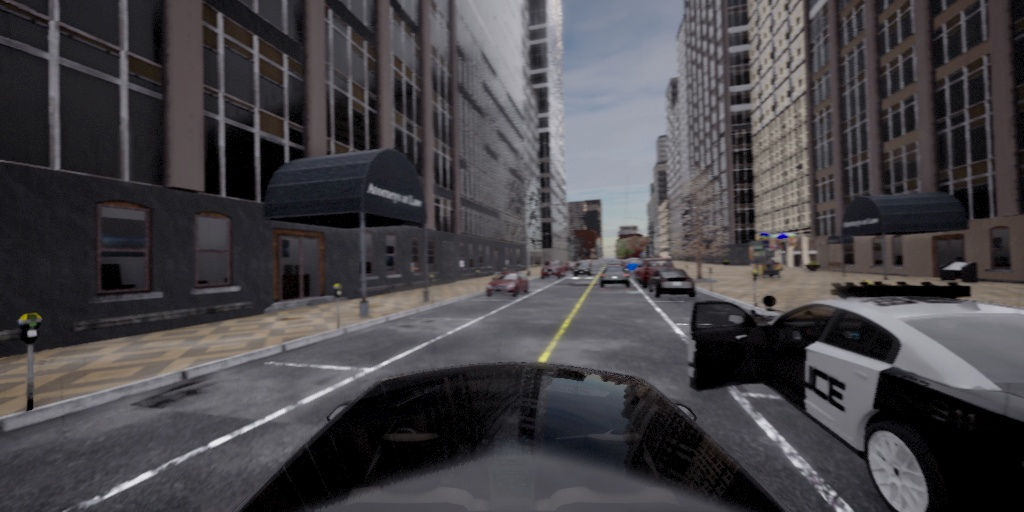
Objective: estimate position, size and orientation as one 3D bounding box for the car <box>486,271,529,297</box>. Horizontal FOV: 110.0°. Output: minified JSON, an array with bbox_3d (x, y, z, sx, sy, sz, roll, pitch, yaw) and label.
[{"bbox_3d":[-0.134,1.526,20.256,1.802,1.307,4.207,0,0,15],"label":"car"}]

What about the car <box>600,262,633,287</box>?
[{"bbox_3d":[7.240,1.377,25.371,1.994,1.385,4.181,-2,-1,15],"label":"car"}]

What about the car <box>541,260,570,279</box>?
[{"bbox_3d":[4.242,1.315,36.287,2.192,1.841,5.009,0,0,15],"label":"car"}]

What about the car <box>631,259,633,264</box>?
[{"bbox_3d":[10.865,1.198,28.738,1.967,1.591,4.097,0,0,15],"label":"car"}]

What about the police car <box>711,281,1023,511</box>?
[{"bbox_3d":[4.079,1.096,3.909,1.930,1.638,5.238,-2,-1,14],"label":"police car"}]

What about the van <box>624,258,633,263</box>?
[{"bbox_3d":[15.242,1.154,44.769,1.690,1.789,3.998,0,0,15],"label":"van"}]

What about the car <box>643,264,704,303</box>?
[{"bbox_3d":[7.948,1.287,18.051,1.948,1.339,4.313,0,0,15],"label":"car"}]

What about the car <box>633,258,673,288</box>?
[{"bbox_3d":[9.407,1.054,23.394,2.192,1.841,5.009,0,0,15],"label":"car"}]

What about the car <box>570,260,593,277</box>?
[{"bbox_3d":[7.768,1.448,39.176,1.837,1.490,4.892,-2,-1,16],"label":"car"}]

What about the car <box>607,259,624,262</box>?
[{"bbox_3d":[12.744,1.375,45.530,2.128,1.511,4.902,-2,-1,15],"label":"car"}]
